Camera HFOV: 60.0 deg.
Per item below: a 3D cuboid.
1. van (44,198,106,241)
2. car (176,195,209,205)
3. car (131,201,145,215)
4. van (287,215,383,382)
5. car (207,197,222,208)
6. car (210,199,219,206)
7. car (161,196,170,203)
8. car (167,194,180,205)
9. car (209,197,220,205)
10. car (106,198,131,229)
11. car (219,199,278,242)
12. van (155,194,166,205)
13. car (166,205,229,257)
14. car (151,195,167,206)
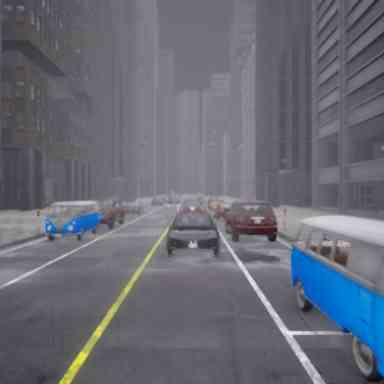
[{"bbox_3d":[-5.754,1.343,16.385,1.690,1.788,3.998,0,0,0],"label":"van"},{"bbox_3d":[0.059,1.356,27.943,2.097,1.767,4.553,0,0,1],"label":"car"},{"bbox_3d":[-5.747,1.557,33.213,2.008,1.369,4.403,0,0,0],"label":"car"},{"bbox_3d":[2.766,1.342,5.173,1.690,1.788,3.998,0,0,0],"label":"van"},{"bbox_3d":[3.167,1.515,48.316,1.837,1.490,4.892,0,0,0],"label":"car"},{"bbox_3d":[2.775,1.549,27.610,1.887,1.381,4.507,0,0,0],"label":"car"},{"bbox_3d":[-5.731,1.549,72.309,1.752,1.417,4.829,0,0,0],"label":"car"},{"bbox_3d":[-3.034,1.518,57.419,1.837,1.490,4.892,0,0,0],"label":"car"},{"bbox_3d":[3.168,1.465,41.506,1.801,1.575,5.366,0,0,0],"label":"car"},{"bbox_3d":[-5.752,1.319,21.994,2.192,1.841,5.009,0,0,0],"label":"car"},{"bbox_3d":[2.771,1.317,16.392,2.192,1.841,5.009,0,0,0],"label":"car"},{"bbox_3d":[-5.735,1.356,61.261,1.690,1.788,3.998,0,0,0],"label":"van"},{"bbox_3d":[0.053,1.493,13.007,2.128,1.511,4.902,0,0,0],"label":"car"},{"bbox_3d":[-5.738,1.453,55.652,1.967,1.590,4.097,0,0,0],"label":"car"}]
